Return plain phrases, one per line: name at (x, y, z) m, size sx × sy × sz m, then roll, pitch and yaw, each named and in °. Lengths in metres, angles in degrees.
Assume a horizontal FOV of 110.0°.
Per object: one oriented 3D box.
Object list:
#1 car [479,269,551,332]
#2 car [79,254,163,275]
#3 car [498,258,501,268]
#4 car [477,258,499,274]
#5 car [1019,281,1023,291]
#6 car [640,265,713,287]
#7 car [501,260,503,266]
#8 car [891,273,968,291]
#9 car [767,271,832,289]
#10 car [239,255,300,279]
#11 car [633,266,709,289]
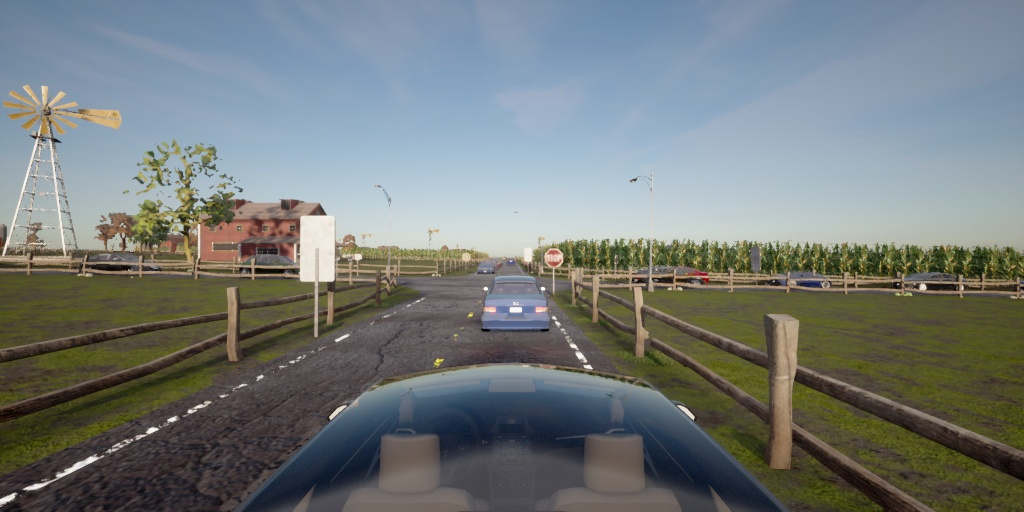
car at (0.081, 1.300, 10.851) m, size 2.033 × 1.411 × 5.357 m, roll 0°, pitch 0°, yaw 0°
car at (-28.453, 0.597, 26.228) m, size 4.902 × 1.511 × 2.128 m, roll 1°, pitch -1°, yaw 0°
car at (-2.949, 1.307, 51.501) m, size 1.812 × 1.442 × 4.674 m, roll 0°, pitch 0°, yaw 0°
car at (-2.933, 1.318, 41.849) m, size 2.033 × 1.411 × 5.357 m, roll 0°, pitch 0°, yaw 0°
car at (43.688, 2.292, 28.704) m, size 5.008 × 1.535 × 1.882 m, roll 1°, pitch -1°, yaw 1°
car at (13.143, 1.588, 28.930) m, size 5.008 × 1.535 × 1.882 m, roll 1°, pitch -1°, yaw 0°
car at (-2.949, 1.146, 61.512) m, size 2.097 × 1.767 × 4.553 m, roll 0°, pitch 0°, yaw 0°
car at (33.469, 2.085, 28.804) m, size 4.892 × 1.490 × 1.837 m, roll 1°, pitch -1°, yaw 0°
car at (23.070, 1.905, 28.878) m, size 4.181 × 1.385 × 1.994 m, roll 1°, pitch -1°, yaw 0°
car at (-17.094, 0.721, 26.162) m, size 4.553 × 1.767 × 2.097 m, roll 1°, pitch -1°, yaw 0°
car at (11.341, 1.540, 25.991) m, size 4.892 × 1.490 × 1.837 m, roll 1°, pitch -1°, yaw 0°
